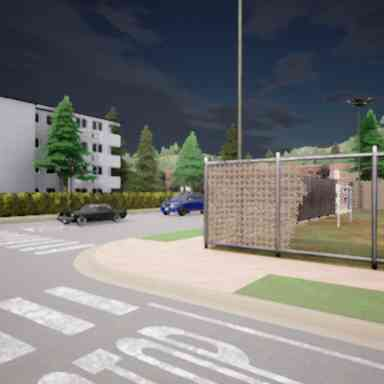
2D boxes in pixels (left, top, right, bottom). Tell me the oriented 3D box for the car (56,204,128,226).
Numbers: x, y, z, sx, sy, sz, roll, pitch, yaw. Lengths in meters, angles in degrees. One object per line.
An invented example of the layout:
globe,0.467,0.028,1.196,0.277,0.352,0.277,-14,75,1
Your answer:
car,-6.733,1.510,22.668,1.895,1.301,4.718,0,0,35

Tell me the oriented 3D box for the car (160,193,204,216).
car,-0.582,1.130,31.371,2.150,2.045,5.566,0,0,36
